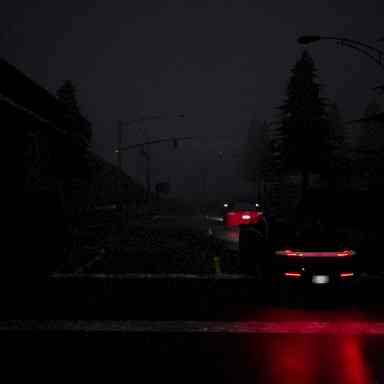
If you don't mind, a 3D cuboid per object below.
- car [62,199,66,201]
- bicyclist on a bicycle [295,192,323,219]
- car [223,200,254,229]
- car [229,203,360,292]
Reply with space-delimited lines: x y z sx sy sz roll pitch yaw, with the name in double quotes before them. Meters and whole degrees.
"car" -15.104 1.016 35.012 4.181 1.385 1.994 0 1 2
"bicyclist on a bicycle" 6.590 0.852 18.778 1.656 1.620 0.582 0 1 2
"car" 2.739 1.137 18.194 1.994 1.385 4.181 -1 2 3
"car" 2.298 1.247 8.248 2.128 1.511 4.902 0 2 1
